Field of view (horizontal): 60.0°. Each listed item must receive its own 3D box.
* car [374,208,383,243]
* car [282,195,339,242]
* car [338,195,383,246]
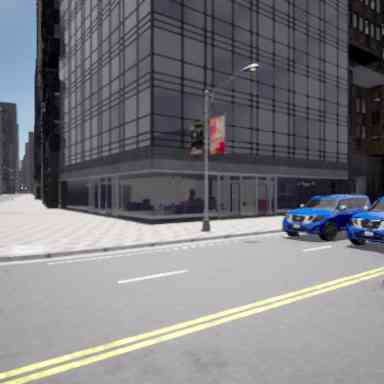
[{"bbox_3d":[6.789,1.331,8.284,4.553,1.767,2.097,0,0,-36],"label":"car"},{"bbox_3d":[6.968,1.187,16.644,5.566,2.045,2.150,0,0,-36],"label":"car"},{"bbox_3d":[8.805,1.187,13.961,5.566,2.045,2.150,0,0,-36],"label":"car"}]
